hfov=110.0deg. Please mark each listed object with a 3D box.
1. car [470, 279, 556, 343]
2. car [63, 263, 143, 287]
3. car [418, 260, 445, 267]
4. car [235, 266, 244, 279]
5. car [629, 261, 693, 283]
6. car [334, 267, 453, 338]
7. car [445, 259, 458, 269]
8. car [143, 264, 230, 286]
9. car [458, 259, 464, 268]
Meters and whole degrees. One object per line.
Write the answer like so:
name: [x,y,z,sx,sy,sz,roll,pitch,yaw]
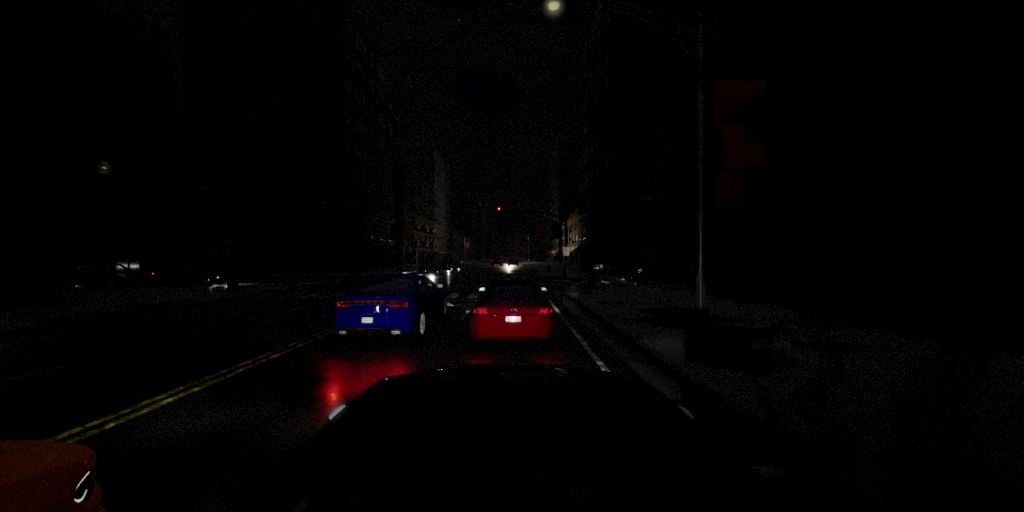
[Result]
car: [0.030,1.317,9.668,1.994,1.385,4.181,0,0,0]
car: [-25.347,1.180,22.523,4.097,1.591,1.967,0,0,0]
car: [-9.711,1.364,42.548,1.895,1.301,4.718,0,0,0]
car: [-25.278,1.340,30.548,4.313,1.339,1.948,0,0,0]
car: [11.635,1.149,28.078,4.553,1.767,2.097,0,0,2]
car: [-3.120,1.231,10.196,1.882,1.535,5.008,0,0,0]
car: [-9.672,1.269,52.807,1.837,1.490,4.892,0,0,0]
car: [-22.520,1.316,25.042,4.181,1.385,1.994,0,0,1]
car: [-9.608,1.311,63.137,2.033,1.411,5.357,0,0,1]
